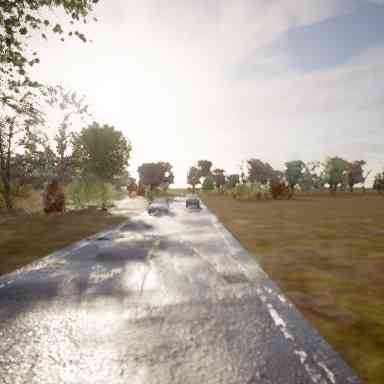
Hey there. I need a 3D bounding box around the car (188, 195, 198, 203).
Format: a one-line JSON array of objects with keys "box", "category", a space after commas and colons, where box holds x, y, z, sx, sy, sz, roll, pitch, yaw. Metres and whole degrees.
[{"box": [0.111, 1.333, 64.316, 1.895, 1.301, 4.718, 0, 0, 0], "category": "car"}]

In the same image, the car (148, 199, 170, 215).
[{"box": [-3.096, 1.404, 31.788, 1.812, 1.442, 4.674, 0, 0, 0], "category": "car"}]

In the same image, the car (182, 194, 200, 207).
[{"box": [0.108, 1.309, 46.267, 2.128, 1.511, 4.902, 0, 0, 0], "category": "car"}]
